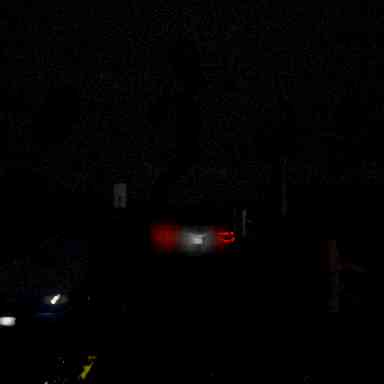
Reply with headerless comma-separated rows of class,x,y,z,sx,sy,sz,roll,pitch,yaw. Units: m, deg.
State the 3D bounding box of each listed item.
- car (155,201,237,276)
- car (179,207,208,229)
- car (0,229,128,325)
car,0.102,1.307,10.704,2.150,2.045,5.566,0,-1,0
car,0.005,1.796,23.993,1.895,1.301,4.718,0,0,-3
car,-2.819,1.611,7.747,2.033,1.411,5.357,0,-1,0
